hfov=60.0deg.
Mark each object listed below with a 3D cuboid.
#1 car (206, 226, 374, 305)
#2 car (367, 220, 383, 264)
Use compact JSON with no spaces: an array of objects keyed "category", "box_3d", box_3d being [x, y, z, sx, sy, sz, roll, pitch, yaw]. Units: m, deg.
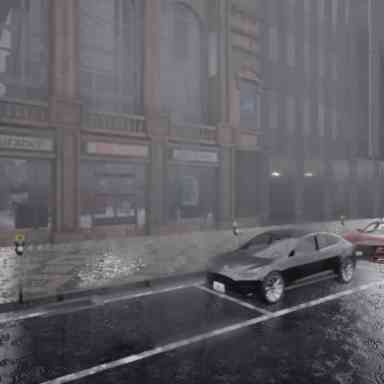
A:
[{"category":"car","box_3d":[2.337,1.614,8.198,4.313,1.339,1.947,1,-1,-35]},{"category":"car","box_3d":[6.920,1.635,11.459,4.507,1.381,1.887,1,-1,-35]}]
